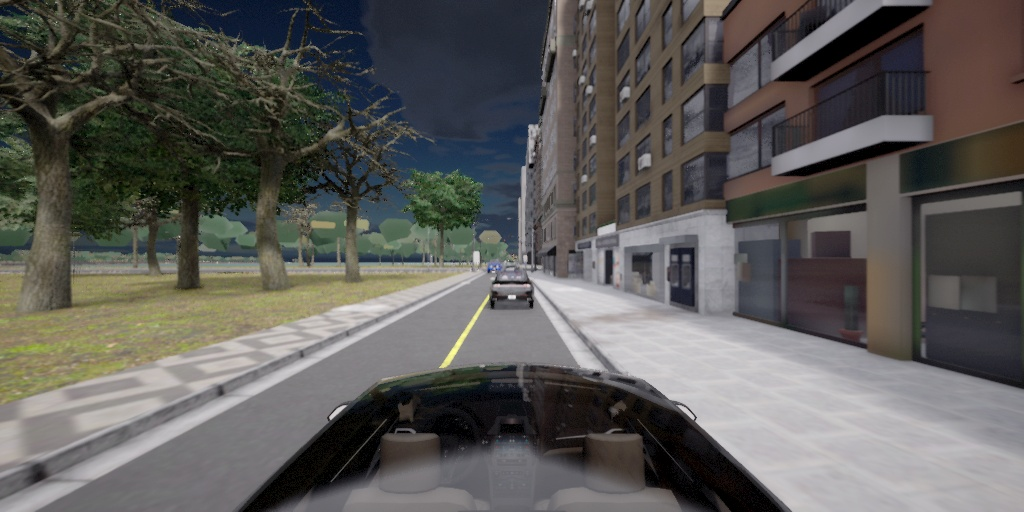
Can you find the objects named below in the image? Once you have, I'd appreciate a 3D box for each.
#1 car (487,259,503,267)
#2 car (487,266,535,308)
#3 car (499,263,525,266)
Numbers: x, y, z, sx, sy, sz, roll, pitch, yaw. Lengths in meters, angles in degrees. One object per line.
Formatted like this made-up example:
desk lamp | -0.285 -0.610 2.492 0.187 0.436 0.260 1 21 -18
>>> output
car | -2.504 1.509 53.567 2.150 2.045 5.566 0 -1 0
car | 0.003 1.382 16.157 2.128 1.511 4.902 0 0 0
car | 0.004 1.573 31.243 1.812 1.442 4.674 0 0 0
